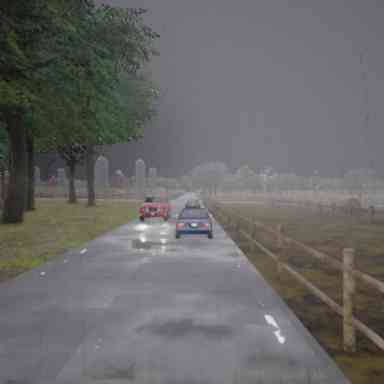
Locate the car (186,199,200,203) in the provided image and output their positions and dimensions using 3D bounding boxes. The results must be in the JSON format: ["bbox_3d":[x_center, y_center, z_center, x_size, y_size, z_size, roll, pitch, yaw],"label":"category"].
[{"bbox_3d":[0.104,1.537,43.164,1.994,1.385,4.181,0,0,0],"label":"car"}]

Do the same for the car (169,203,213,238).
[{"bbox_3d":[0.100,1.545,17.632,2.033,1.411,5.357,0,0,0],"label":"car"}]

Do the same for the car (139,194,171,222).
[{"bbox_3d":[-2.846,1.215,26.892,2.150,2.045,5.566,0,0,0],"label":"car"}]
